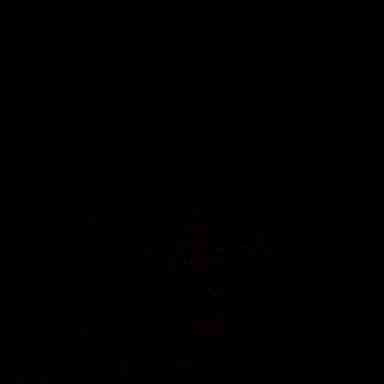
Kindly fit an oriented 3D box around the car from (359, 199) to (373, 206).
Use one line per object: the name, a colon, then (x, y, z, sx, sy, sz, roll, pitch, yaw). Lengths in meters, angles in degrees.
car: (37.940, 2.202, 73.695, 1.882, 1.535, 5.008, 0, -1, -6)
